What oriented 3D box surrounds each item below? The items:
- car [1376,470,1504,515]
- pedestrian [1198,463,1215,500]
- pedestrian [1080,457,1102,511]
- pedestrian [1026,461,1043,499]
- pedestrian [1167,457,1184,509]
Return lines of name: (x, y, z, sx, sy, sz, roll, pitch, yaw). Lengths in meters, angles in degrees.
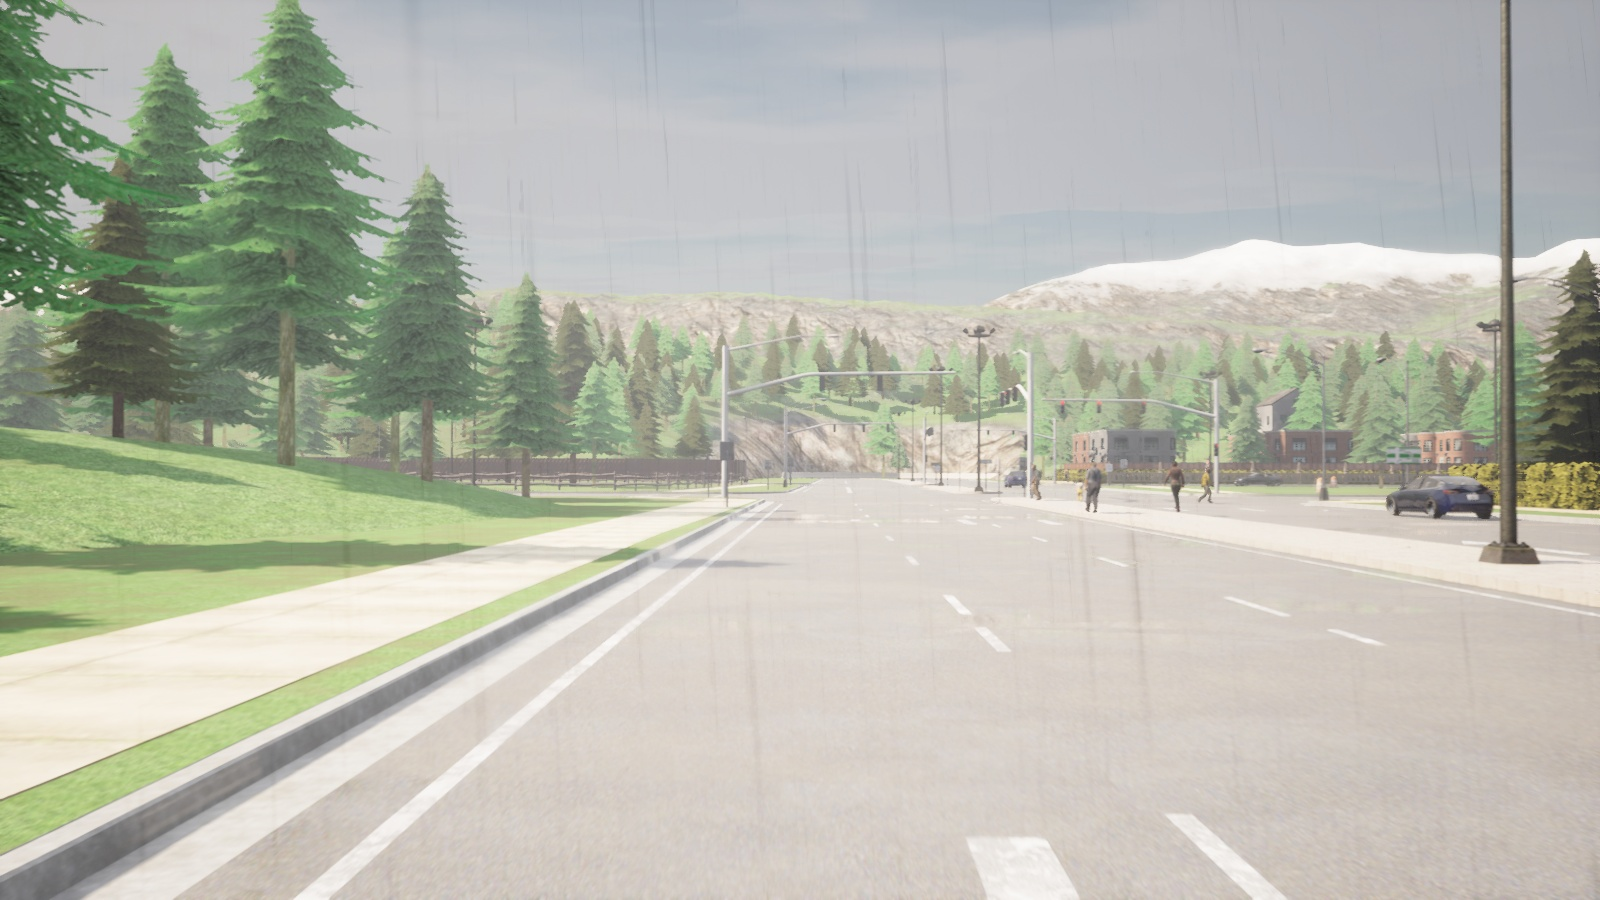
car: (22.625, 1.476, 44.634, 2.163, 1.488, 4.792, 0, -1, 1)
pedestrian: (20.372, 1.584, 62.921, 0.726, 1.835, 0.370, 0, -1, 0)
pedestrian: (10.044, 1.166, 43.354, 0.540, 1.848, 0.694, 0, -1, -5)
pedestrian: (11.580, 1.476, 62.056, 0.694, 1.848, 0.540, 0, -1, -3)
pedestrian: (13.299, 1.164, 44.495, 0.328, 1.805, 0.869, 0, -1, 2)
